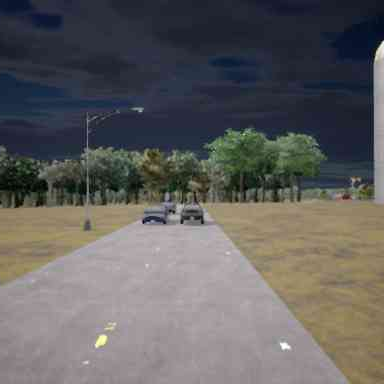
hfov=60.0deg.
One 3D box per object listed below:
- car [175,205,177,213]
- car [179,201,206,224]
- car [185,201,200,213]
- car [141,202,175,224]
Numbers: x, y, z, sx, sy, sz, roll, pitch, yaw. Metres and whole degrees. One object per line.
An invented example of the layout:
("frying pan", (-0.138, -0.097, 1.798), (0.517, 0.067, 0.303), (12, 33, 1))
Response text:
("car", (-2.769, 1.855, 39.136), (2.033, 1.411, 5.357), (0, -1, 0))
("car", (0.034, 1.686, 26.913), (1.837, 1.490, 4.892), (0, 0, 0))
("car", (0.073, 1.941, 44.291), (1.994, 1.385, 4.181), (0, -1, 0))
("car", (-2.762, 1.722, 26.351), (2.033, 1.411, 5.357), (0, 0, 0))
